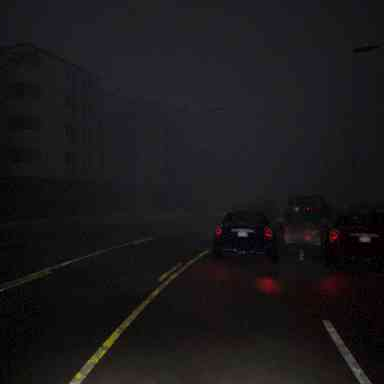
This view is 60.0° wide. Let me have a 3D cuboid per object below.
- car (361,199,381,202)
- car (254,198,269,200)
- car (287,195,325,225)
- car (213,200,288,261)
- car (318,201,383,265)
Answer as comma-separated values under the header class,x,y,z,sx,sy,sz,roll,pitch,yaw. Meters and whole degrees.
class,x,y,z,sx,sy,sz,roll,pitch,yaw
car,18.575,1.495,34.362,4.902,1.511,2.128,0,0,-42
car,7.864,1.512,38.894,5.008,1.535,1.882,0,0,-42
car,8.610,1.255,24.391,2.150,2.045,5.566,0,0,37
car,2.306,1.366,12.597,2.097,1.767,4.553,0,0,19
car,5.611,1.366,11.445,2.097,1.767,4.553,0,0,19
